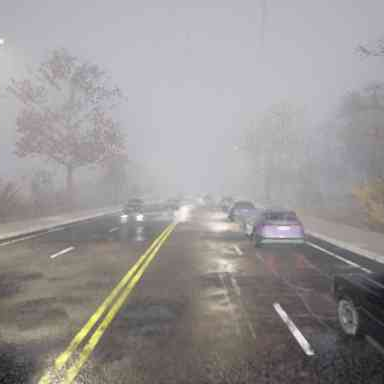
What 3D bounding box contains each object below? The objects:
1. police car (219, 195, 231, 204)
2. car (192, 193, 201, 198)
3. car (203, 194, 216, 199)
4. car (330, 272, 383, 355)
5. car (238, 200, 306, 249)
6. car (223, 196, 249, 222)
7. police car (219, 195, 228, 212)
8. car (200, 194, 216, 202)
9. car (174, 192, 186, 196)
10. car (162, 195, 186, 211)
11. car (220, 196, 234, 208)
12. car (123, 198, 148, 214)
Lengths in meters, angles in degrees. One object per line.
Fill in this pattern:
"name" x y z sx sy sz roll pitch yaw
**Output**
"police car" 5.734 1.284 58.083 2.038 1.542 4.974 0 0 5
"car" 1.222 0.833 78.589 2.097 1.767 4.553 0 0 6
"car" 4.622 1.137 88.046 1.895 1.301 4.718 0 0 -18
"car" 3.259 1.592 3.560 1.895 1.301 4.718 0 0 0
"car" 3.416 1.390 14.453 2.033 1.649 4.856 0 0 1
"car" 3.742 1.352 25.372 2.033 1.649 4.856 0 0 2
"police car" 4.237 1.385 36.285 2.038 1.542 4.974 0 0 3
"car" 3.347 1.170 68.046 1.882 1.535 5.008 0 0 6
"car" -2.678 0.930 72.765 2.150 2.045 5.566 0 0 6
"car" -2.242 1.418 38.228 2.033 1.411 5.357 0 0 3
"car" 4.901 1.310 47.189 1.882 1.535 5.008 0 0 4
"car" -5.705 1.391 34.134 1.837 1.490 4.892 0 0 3
